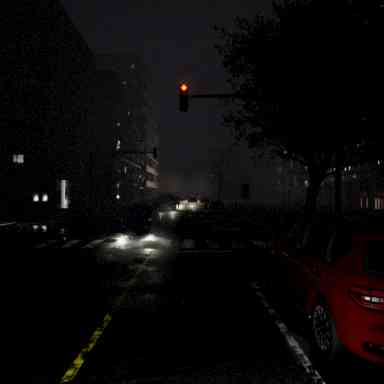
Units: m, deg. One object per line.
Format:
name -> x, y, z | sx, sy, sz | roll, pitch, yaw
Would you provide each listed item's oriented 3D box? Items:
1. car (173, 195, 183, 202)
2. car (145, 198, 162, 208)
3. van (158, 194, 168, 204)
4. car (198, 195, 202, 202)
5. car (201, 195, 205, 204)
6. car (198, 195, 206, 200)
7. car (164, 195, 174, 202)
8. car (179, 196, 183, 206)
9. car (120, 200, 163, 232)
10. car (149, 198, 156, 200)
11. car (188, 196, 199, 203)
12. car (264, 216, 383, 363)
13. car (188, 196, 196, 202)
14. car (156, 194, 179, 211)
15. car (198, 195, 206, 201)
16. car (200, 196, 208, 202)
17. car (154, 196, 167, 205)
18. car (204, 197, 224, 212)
car -> -2.987, 1.464, 72.214 | 1.994, 1.385, 4.181 | 0, 0, 0
car -> -5.681, 1.573, 49.307 | 2.008, 1.369, 4.403 | 0, 0, 0
van -> -5.678, 1.384, 65.905 | 1.690, 1.788, 3.998 | 0, 0, 0
car -> 2.702, 1.625, 65.903 | 1.802, 1.307, 4.206 | 0, 0, 0
car -> 2.699, 1.548, 49.475 | 1.752, 1.417, 4.829 | 0, 0, 0
car -> 2.706, 1.638, 93.567 | 2.008, 1.369, 4.403 | 0, 0, 0
car -> -5.676, 1.507, 82.503 | 1.967, 1.590, 4.097 | 0, 0, 0
car -> -3.078, 1.593, 56.226 | 1.994, 1.385, 4.181 | 0, 0, 0
car -> -3.097, 1.480, 20.506 | 1.882, 1.535, 5.008 | 0, 0, 0
car -> -5.682, 1.563, 38.241 | 2.008, 1.369, 4.403 | 0, 0, 0
car -> 0.115, 1.612, 69.419 | 1.994, 1.385, 4.181 | 0, 0, 0
car -> 2.694, 1.315, 5.852 | 2.192, 1.841, 5.009 | 0, 0, 0
car -> 0.015, 1.657, 79.320 | 1.895, 1.301, 4.718 | 0, 0, 0
car -> -3.090, 1.238, 41.655 | 2.150, 2.045, 5.566 | 0, 0, 0
car -> 2.705, 1.621, 88.034 | 1.887, 1.381, 4.507 | 0, 0, 0
car -> 2.704, 1.584, 77.139 | 1.752, 1.417, 4.829 | 0, 0, 0
car -> -5.679, 1.476, 60.372 | 1.967, 1.590, 4.097 | 0, 0, 0
car -> 2.698, 1.557, 38.240 | 1.887, 1.381, 4.507 | 0, 0, 0
